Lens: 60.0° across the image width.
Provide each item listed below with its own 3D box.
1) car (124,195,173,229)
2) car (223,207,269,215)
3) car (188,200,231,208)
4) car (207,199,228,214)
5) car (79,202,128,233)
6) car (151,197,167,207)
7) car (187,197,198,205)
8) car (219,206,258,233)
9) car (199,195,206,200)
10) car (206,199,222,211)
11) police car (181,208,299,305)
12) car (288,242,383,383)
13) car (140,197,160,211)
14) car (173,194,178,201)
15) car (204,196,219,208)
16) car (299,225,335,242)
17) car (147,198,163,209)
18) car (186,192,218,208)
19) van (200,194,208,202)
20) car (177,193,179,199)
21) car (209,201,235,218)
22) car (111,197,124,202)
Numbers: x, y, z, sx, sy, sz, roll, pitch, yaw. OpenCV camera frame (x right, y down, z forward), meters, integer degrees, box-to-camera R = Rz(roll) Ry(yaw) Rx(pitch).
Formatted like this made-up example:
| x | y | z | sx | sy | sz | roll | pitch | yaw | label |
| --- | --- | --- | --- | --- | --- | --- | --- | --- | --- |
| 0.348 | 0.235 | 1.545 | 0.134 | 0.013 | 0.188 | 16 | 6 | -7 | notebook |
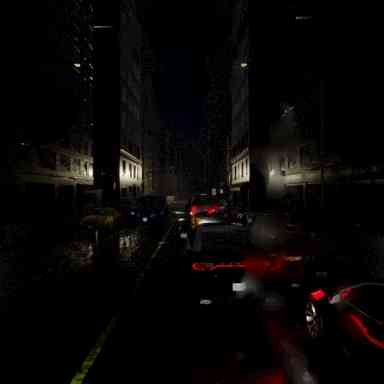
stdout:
| x | y | z | sx | sy | sz | roll | pitch | yaw | label |
| --- | --- | --- | --- | --- | --- | --- | --- | --- | --- |
| -2.692 | 1.226 | 21.903 | 2.150 | 2.045 | 5.566 | 0 | 0 | 0 | car |
| 2.674 | 1.553 | 14.546 | 2.008 | 1.369 | 4.403 | 0 | 0 | 0 | car |
| 0.855 | 1.460 | 18.405 | 1.801 | 1.575 | 5.366 | 0 | 0 | 0 | car |
| 2.731 | 1.559 | 36.622 | 2.008 | 1.369 | 4.403 | 0 | 0 | 0 | car |
| -5.333 | 1.529 | 19.912 | 1.752 | 1.417 | 4.829 | 0 | 0 | 0 | car |
| -5.251 | 1.564 | 53.191 | 2.008 | 1.369 | 4.403 | 0 | 0 | 0 | car |
| 0.152 | 1.615 | 58.945 | 1.895 | 1.301 | 4.718 | 0 | 0 | 0 | car |
| 2.688 | 1.586 | 20.066 | 1.802 | 1.307 | 4.206 | 0 | 0 | 0 | car |
| 2.874 | 1.603 | 91.622 | 1.802 | 1.307 | 4.206 | 0 | 0 | 0 | car |
| 2.745 | 1.592 | 42.141 | 1.802 | 1.307 | 4.206 | 0 | 0 | 0 | car |
| 0.747 | 1.426 | 8.298 | 1.930 | 1.638 | 5.238 | 0 | 0 | -2 | police car |
| 2.645 | 1.566 | 3.509 | 1.947 | 1.339 | 4.313 | 0 | 0 | 0 | car |
| -5.280 | 1.450 | 42.155 | 1.967 | 1.590 | 4.097 | 0 | 0 | 0 | car |
| -5.181 | 1.569 | 80.272 | 2.008 | 1.369 | 4.403 | 0 | 0 | 0 | car |
| 2.760 | 1.452 | 47.660 | 1.967 | 1.590 | 4.097 | 0 | 0 | 0 | car |
| 2.660 | 1.546 | 9.027 | 1.887 | 1.381 | 4.507 | 0 | 0 | 0 | car |
| -5.266 | 1.537 | 47.502 | 1.752 | 1.417 | 4.829 | 0 | 0 | 0 | car |
| 0.887 | 1.230 | 24.242 | 2.150 | 2.045 | 5.566 | 0 | 0 | 0 | car |
| 2.844 | 1.360 | 80.260 | 1.690 | 1.788 | 3.998 | 0 | 0 | 0 | van |
| -5.166 | 1.564 | 85.954 | 1.887 | 1.381 | 4.507 | 0 | 0 | 0 | car |
| 2.717 | 1.558 | 31.104 | 2.008 | 1.369 | 4.403 | 0 | 0 | 0 | car |
| -5.323 | 1.320 | 25.599 | 2.192 | 1.841 | 5.009 | 0 | 0 | 0 | car |
